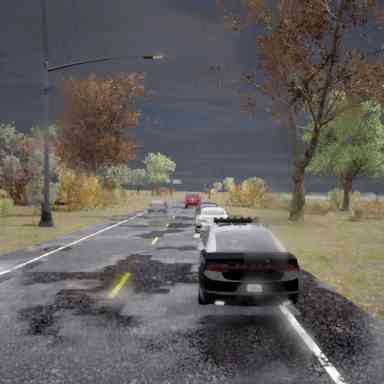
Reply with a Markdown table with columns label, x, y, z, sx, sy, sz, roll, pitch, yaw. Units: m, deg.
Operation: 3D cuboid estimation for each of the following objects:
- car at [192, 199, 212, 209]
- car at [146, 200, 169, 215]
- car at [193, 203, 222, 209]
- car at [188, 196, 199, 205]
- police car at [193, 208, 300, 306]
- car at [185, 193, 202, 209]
| label | x | y | z | sx | sy | sz | roll | pitch | yaw |
| --- | --- | --- | --- | --- | --- | --- | --- | --- | --- |
| car | 1.123 | 1.504 | 24.110 | 1.837 | 1.490 | 4.892 | 0 | 0 | 0 |
| car | -3.481 | 1.522 | 34.544 | 1.812 | 1.442 | 4.674 | 0 | 0 | 0 |
| car | 1.097 | 1.525 | 18.111 | 1.812 | 1.442 | 4.674 | 0 | 0 | 0 |
| car | 0.230 | 1.511 | 59.527 | 1.812 | 1.442 | 4.674 | 0 | 0 | 0 |
| police car | 1.066 | 1.425 | 8.227 | 1.930 | 1.638 | 5.238 | 0 | 0 | 0 |
| car | 0.205 | 1.214 | 45.325 | 2.150 | 2.045 | 5.566 | 0 | 0 | 1 |
